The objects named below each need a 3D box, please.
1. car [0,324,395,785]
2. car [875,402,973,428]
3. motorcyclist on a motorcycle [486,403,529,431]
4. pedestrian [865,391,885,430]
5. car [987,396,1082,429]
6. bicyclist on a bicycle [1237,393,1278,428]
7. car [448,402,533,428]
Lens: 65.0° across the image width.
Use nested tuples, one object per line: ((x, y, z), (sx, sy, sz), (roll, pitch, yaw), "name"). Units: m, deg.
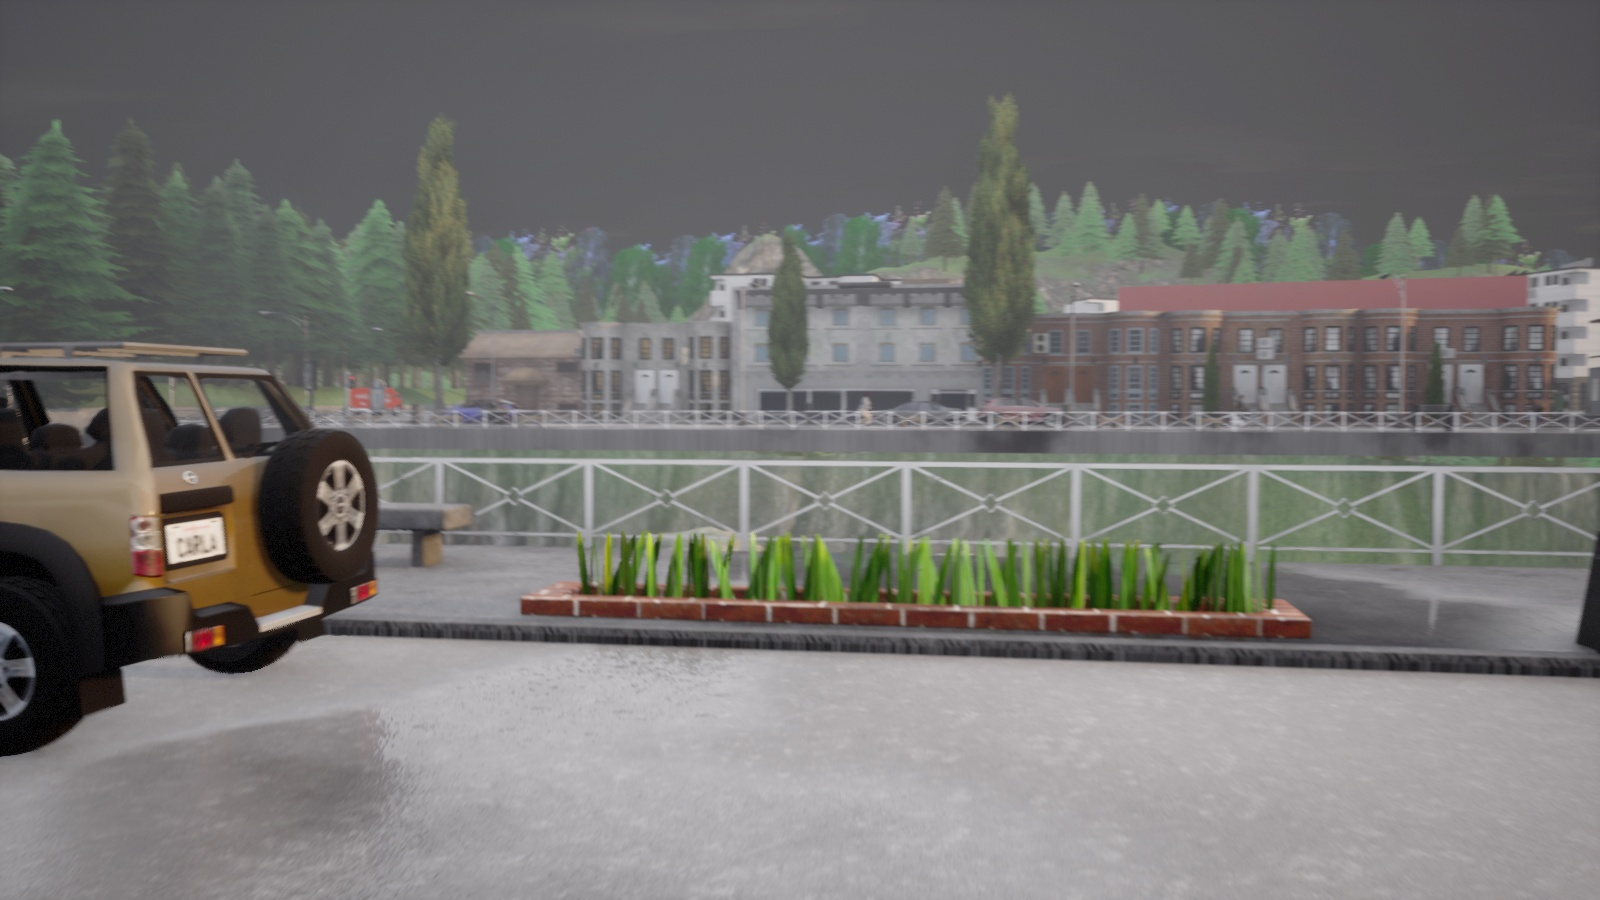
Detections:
((-4.690, 0.385, 6.381), (4.605, 1.855, 1.932), (0, 2, 10), "car")
((7.016, -2.002, 70.945), (5.357, 1.411, 2.033), (0, 2, 10), "car")
((-16.552, -1.858, 71.020), (2.191, 1.530, 0.866), (0, 2, 10), "motorcyclist on a motorcycle")
((3.637, -1.925, 60.970), (0.900, 1.855, 0.874), (0, 2, 9), "pedestrian")
((12.287, -1.958, 65.958), (4.856, 1.649, 2.033), (0, 2, 10), "car")
((23.322, -2.017, 64.029), (1.843, 1.776, 0.659), (0, 2, 10), "bicyclist on a bicycle")
((-18.573, -2.106, 75.423), (4.514, 1.525, 2.007), (0, 2, 10), "car")
